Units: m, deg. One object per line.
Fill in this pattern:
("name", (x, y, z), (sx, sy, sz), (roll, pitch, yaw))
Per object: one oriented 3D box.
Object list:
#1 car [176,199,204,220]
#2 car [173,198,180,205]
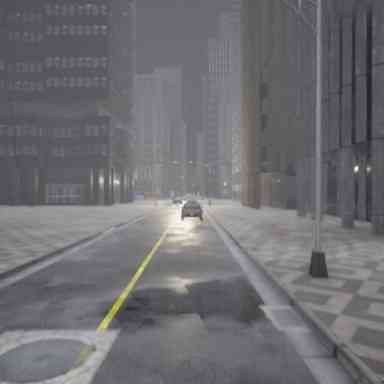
("car", (0.018, 1.657, 29.584), (2.128, 1.511, 4.902), (0, 0, 1))
("car", (-3.019, 1.997, 69.356), (1.895, 1.301, 4.718), (0, 0, 0))
